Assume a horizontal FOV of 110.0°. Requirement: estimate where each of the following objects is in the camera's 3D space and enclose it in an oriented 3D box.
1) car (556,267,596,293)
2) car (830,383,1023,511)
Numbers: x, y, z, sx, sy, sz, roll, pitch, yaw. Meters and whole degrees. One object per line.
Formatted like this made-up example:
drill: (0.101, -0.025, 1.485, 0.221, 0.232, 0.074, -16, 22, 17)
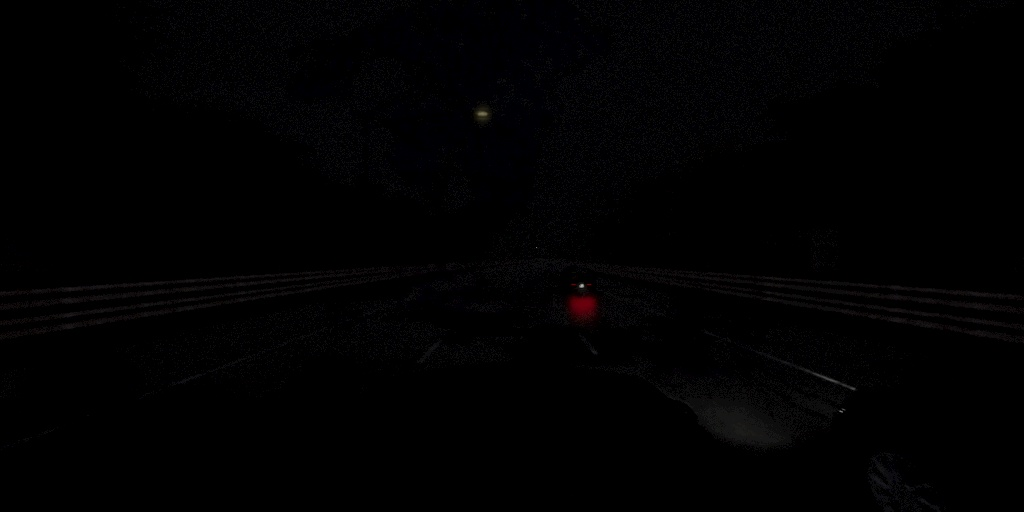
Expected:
car: (3.924, 1.409, 22.145, 1.837, 1.490, 4.892, 0, 0, 2)
car: (3.617, 1.264, 1.011, 1.837, 1.490, 4.892, 0, 0, 0)
